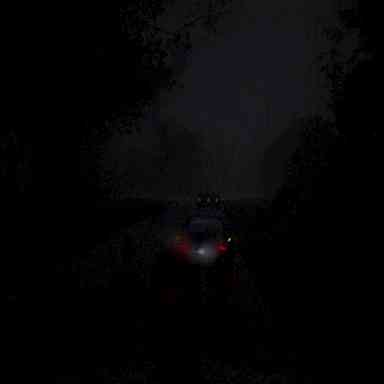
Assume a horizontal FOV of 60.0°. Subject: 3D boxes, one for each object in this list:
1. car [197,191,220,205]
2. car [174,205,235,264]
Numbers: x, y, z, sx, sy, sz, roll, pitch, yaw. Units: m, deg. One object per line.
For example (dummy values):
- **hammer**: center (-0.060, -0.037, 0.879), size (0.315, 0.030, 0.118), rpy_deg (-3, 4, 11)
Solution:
- **car**: center (1.597, 0.724, 32.053), size (2.097, 1.767, 4.553), rpy_deg (0, 2, 4)
- **car**: center (0.426, 1.423, 11.438), size (1.812, 1.442, 4.674), rpy_deg (0, 1, 3)
